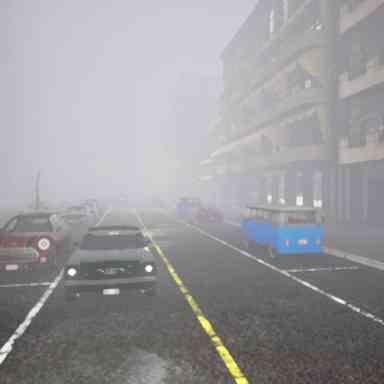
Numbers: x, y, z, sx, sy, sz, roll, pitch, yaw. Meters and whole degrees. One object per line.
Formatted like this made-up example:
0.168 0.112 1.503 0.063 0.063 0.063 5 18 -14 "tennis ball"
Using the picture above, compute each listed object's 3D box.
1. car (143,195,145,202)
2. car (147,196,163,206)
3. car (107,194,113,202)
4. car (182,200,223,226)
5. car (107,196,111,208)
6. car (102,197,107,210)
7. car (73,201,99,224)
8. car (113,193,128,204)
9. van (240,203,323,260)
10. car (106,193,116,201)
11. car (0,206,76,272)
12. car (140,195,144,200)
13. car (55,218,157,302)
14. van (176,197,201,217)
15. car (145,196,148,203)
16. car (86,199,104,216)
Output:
-8.243 1.516 66.525 1.752 1.417 4.829 0 0 -12 "car"
-5.942 1.551 55.548 1.947 1.339 4.313 0 0 -12 "car"
-18.674 1.562 75.452 1.947 1.339 4.313 0 0 -12 "car"
0.853 1.533 23.114 1.887 1.381 4.507 0 0 -12 "car"
-11.880 1.546 43.018 1.947 1.339 4.313 0 0 -12 "car"
-9.616 1.423 32.207 1.967 1.590 4.097 0 0 -12 "car"
-7.350 1.536 21.395 2.008 1.369 4.403 0 0 -12 "car"
-12.992 1.208 61.466 2.150 2.045 5.566 0 0 -12 "car"
3.117 1.334 12.303 1.690 1.788 3.998 0 0 -12 "van"
-20.941 1.320 86.262 2.192 1.841 5.009 0 0 -12 "car"
-5.086 1.430 10.586 1.967 1.590 4.097 0 0 -12 "car"
-10.472 1.543 77.170 1.887 1.381 4.507 0 0 -12 "car"
-1.999 1.594 8.511 1.895 1.301 4.718 0 0 -12 "car"
-0.280 1.328 28.519 1.690 1.788 3.998 0 0 -12 "van"
-7.109 1.513 61.118 1.752 1.417 4.829 0 0 -12 "car"
-8.483 1.535 26.802 2.008 1.369 4.403 0 0 -12 "car"
